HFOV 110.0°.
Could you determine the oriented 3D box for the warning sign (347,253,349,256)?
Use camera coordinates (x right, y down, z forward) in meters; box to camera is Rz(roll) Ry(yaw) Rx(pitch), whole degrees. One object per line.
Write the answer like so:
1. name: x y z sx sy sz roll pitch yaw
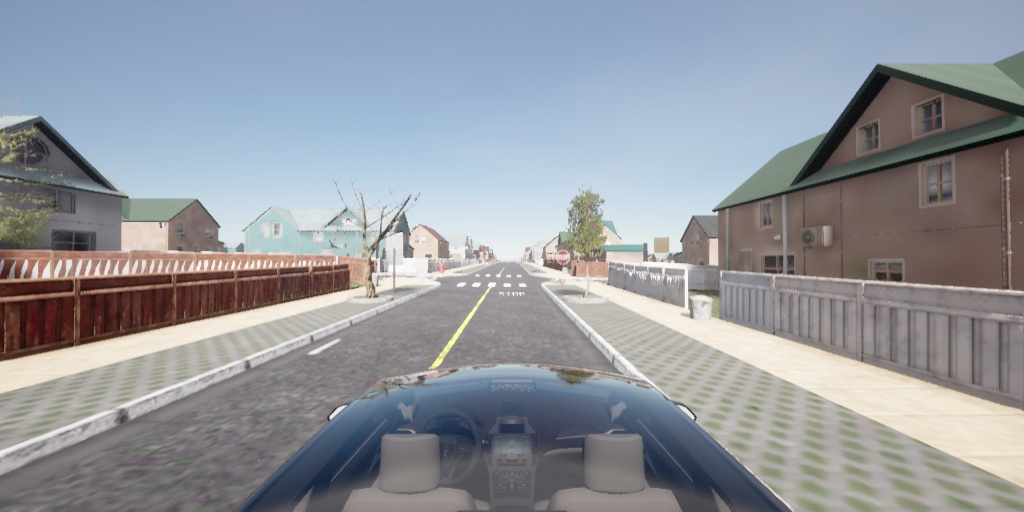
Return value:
1. warning sign: -15.789 0.612 34.442 1.060 1.860 1.300 0 0 0
